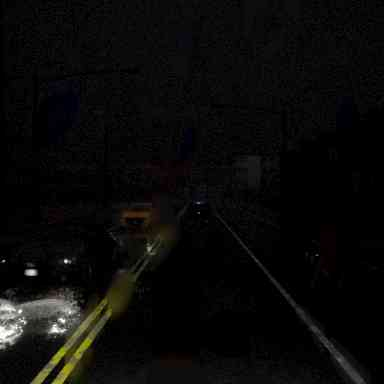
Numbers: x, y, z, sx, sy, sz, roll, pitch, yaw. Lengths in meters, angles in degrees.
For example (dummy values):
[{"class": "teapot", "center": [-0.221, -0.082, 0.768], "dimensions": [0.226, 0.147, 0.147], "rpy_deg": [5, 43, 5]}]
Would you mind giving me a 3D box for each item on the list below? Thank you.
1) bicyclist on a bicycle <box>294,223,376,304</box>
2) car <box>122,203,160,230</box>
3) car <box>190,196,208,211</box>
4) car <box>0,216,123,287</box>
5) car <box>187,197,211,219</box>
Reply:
[{"class": "bicyclist on a bicycle", "center": [2.885, 1.450, 6.755], "dimensions": [1.656, 1.620, 0.582], "rpy_deg": [-2, 0, 1]}, {"class": "car", "center": [-3.220, 1.476, 21.393], "dimensions": [1.882, 1.535, 5.008], "rpy_deg": [0, 0, 1]}, {"class": "car", "center": [0.820, 1.350, 41.351], "dimensions": [2.097, 1.767, 4.553], "rpy_deg": [0, 0, 1]}, {"class": "car", "center": [-3.452, 1.564, 9.198], "dimensions": [1.994, 1.385, 4.181], "rpy_deg": [0, 0, 1]}, {"class": "car", "center": [0.607, 1.489, 28.975], "dimensions": [2.128, 1.511, 4.902], "rpy_deg": [0, 0, 1]}]
